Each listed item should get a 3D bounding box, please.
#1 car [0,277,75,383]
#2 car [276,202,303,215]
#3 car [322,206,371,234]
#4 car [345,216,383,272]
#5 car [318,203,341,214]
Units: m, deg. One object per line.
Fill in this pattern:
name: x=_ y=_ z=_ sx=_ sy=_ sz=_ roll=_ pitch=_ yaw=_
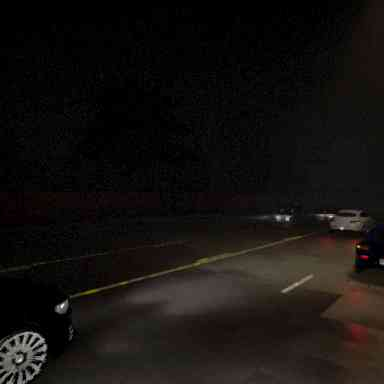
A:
car: x=-3.553 y=1.472 z=3.163 sx=2.128 sy=1.511 sz=4.902 roll=0 pitch=-1 yaw=38
car: x=11.862 y=1.920 z=40.223 sx=2.128 sy=1.511 sz=4.902 roll=0 pitch=-1 yaw=38
car: x=9.675 y=1.784 z=20.112 sx=1.812 sy=1.442 sz=4.674 roll=0 pitch=0 yaw=38
car: x=6.444 y=1.677 z=10.418 sx=1.812 sy=1.442 sz=4.674 roll=0 pitch=0 yaw=38
car: x=17.471 y=2.052 z=41.704 sx=2.033 sy=1.411 sz=5.357 roll=0 pitch=-1 yaw=38
